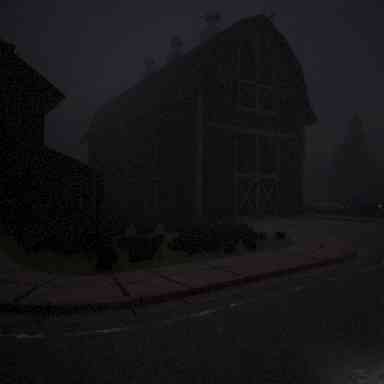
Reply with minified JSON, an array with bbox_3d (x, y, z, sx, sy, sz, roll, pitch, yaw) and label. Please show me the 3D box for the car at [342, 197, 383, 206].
[{"bbox_3d":[18.272,1.362,35.134,2.097,1.767,4.553,0,0,-34],"label":"car"}]
